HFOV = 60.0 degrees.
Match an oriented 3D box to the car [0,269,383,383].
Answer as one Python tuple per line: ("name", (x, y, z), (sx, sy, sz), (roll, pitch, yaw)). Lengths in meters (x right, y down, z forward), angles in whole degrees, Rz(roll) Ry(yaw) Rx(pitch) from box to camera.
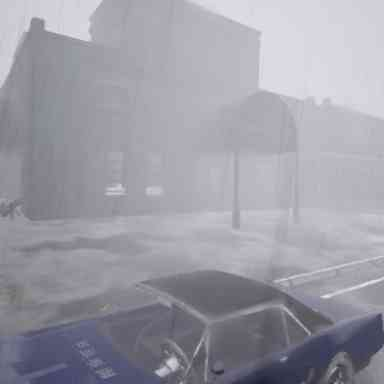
("car", (-0.154, 1.602, 3.270), (4.718, 1.301, 1.895), (0, 0, -36))
